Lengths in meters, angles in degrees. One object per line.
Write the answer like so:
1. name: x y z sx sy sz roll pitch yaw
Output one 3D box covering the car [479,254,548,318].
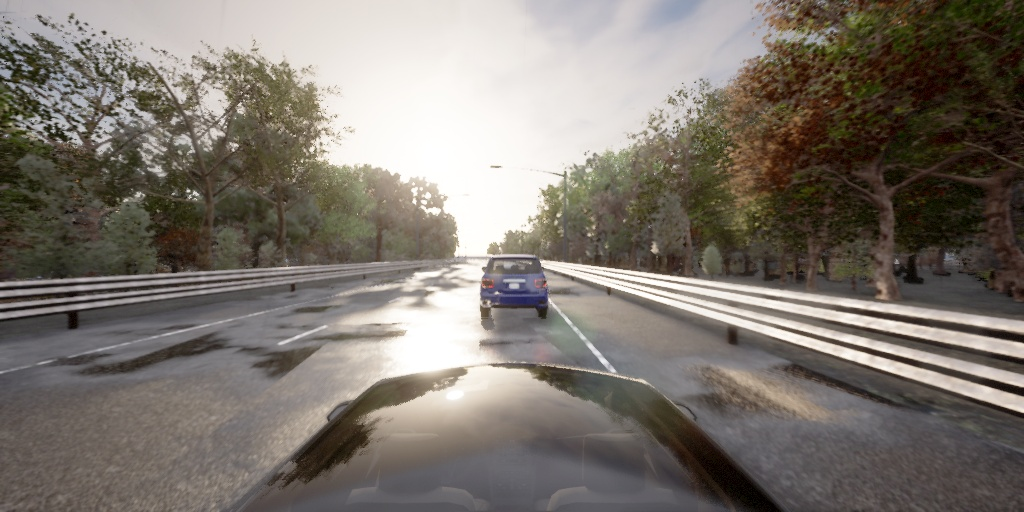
1. car: 0.047 0.964 13.096 2.150 2.045 5.566 0 0 0
